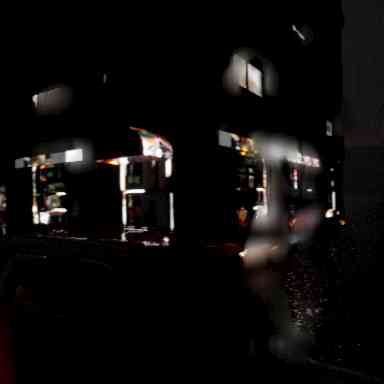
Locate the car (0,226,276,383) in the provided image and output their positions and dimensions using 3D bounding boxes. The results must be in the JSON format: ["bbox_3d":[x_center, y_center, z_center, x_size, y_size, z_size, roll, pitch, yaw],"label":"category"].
[{"bbox_3d":[-1.521,1.351,3.973,5.009,1.841,2.192,-1,-1,35],"label":"car"}]
